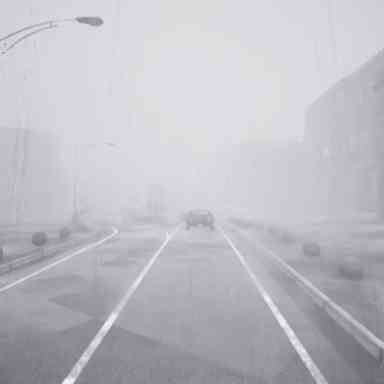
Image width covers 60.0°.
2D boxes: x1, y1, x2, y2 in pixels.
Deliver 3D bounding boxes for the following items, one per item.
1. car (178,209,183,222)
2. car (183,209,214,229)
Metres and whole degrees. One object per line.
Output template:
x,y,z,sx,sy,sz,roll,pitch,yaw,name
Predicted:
-0.619,2.878,41.855,1.882,1.535,5.008,1,-1,-9,car
0.555,1.971,24.153,1.895,1.301,4.718,0,-3,1,car
